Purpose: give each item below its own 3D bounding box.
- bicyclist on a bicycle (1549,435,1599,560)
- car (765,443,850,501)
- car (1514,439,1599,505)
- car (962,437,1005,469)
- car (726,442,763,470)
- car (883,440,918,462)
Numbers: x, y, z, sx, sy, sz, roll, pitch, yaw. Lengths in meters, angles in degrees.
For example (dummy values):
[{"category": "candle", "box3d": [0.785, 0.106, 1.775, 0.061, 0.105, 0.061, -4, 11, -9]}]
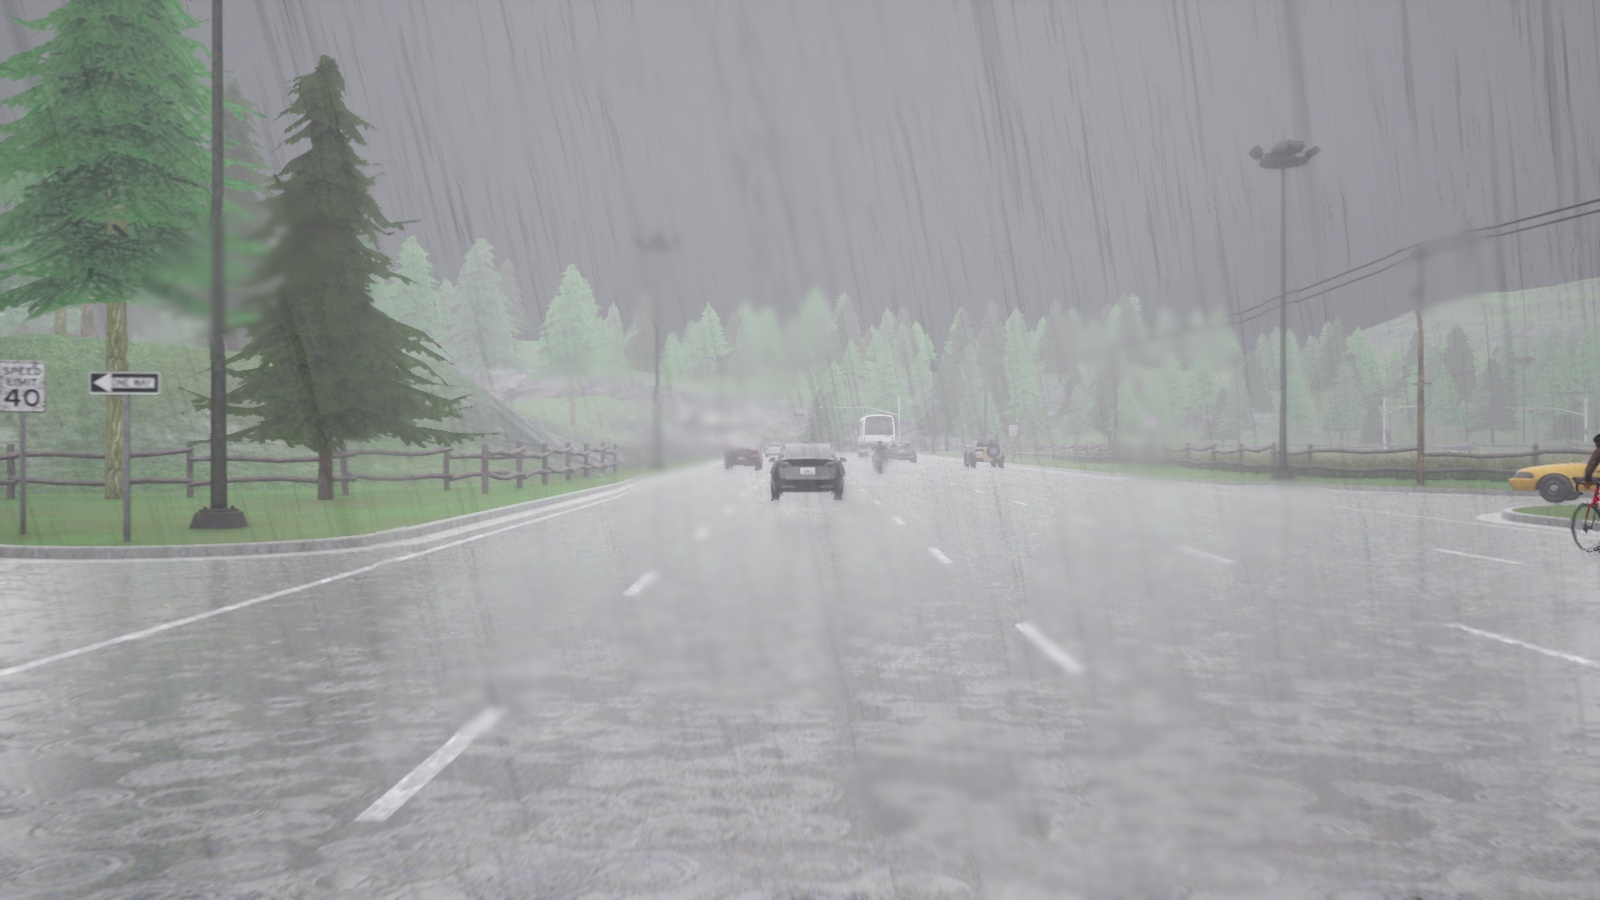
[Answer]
[{"category": "bicyclist on a bicycle", "box3d": [10.608, 0.615, 16.470, 0.582, 1.620, 1.656, 0, 0, 0]}, {"category": "car", "box3d": [0.209, 0.553, 34.374, 2.163, 1.488, 4.792, 0, 0, 0]}, {"category": "car", "box3d": [20.396, 0.532, 30.181, 5.366, 1.575, 1.801, 0, 0, 42]}, {"category": "car", "box3d": [10.938, 0.149, 75.036, 1.932, 1.855, 4.605, 0, 0, 0]}, {"category": "car", "box3d": [-3.086, 0.323, 70.684, 1.882, 1.535, 5.008, 0, 0, 0]}, {"category": "car", "box3d": [7.549, 0.063, 94.708, 2.242, 1.667, 4.611, 0, 0, 0]}]
